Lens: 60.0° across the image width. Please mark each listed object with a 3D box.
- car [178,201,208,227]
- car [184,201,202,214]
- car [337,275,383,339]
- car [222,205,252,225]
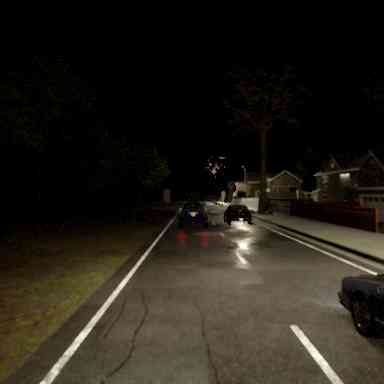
[{"bbox_3d":[0.089,1.611,24.950,2.097,1.767,4.553,0,-1,0],"label":"car"},{"bbox_3d":[0.081,1.920,41.840,2.128,1.511,4.902,0,-1,0],"label":"car"},{"bbox_3d":[3.598,1.587,3.659,2.033,1.411,5.357,0,-1,0],"label":"car"},{"bbox_3d":[3.588,1.782,26.718,1.837,1.490,4.892,0,-1,0],"label":"car"}]
